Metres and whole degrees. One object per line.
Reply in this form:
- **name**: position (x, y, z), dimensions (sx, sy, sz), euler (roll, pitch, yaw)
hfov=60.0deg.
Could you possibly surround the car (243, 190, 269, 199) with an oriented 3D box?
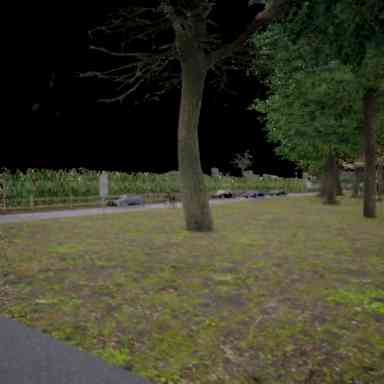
- **car**: position (10.088, 0.390, 53.093), dimensions (1.895, 1.301, 4.718), euler (-1, 1, 36)

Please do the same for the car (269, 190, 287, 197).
- **car**: position (15.833, 0.192, 61.181), dimensions (1.895, 1.301, 4.718), euler (-1, 1, 36)

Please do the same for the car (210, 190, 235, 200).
- **car**: position (4.679, 0.401, 50.498), dimensions (1.882, 1.535, 5.008), euler (-1, 1, 36)

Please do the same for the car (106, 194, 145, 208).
- **car**: position (-6.837, 0.896, 34.517), dimensions (1.994, 1.385, 4.181), euler (-1, 1, 36)

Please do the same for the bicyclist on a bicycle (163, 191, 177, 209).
- **bicyclist on a bicycle**: position (-2.084, 0.756, 30.876), dimensions (1.656, 1.620, 0.582), euler (0, 1, 36)
